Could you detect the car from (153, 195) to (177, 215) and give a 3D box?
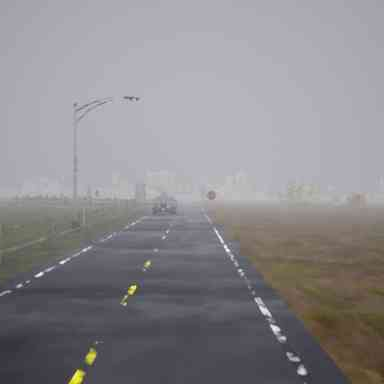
[{"bbox_3d":[-2.750,1.323,34.860,2.150,2.045,5.566,0,0,0],"label":"car"}]
